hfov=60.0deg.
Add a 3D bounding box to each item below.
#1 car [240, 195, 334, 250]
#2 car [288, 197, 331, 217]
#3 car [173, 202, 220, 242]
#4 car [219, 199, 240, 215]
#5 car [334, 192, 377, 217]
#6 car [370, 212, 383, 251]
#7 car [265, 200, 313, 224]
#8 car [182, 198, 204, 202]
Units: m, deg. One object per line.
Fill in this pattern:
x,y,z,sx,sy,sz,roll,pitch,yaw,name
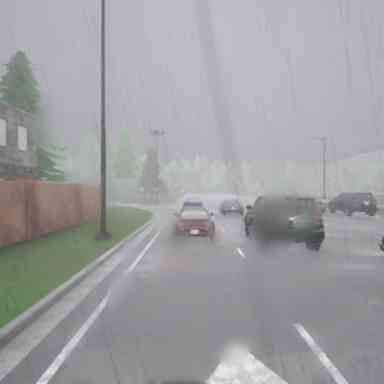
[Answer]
3.606,1.135,13.908,2.150,2.045,5.566,0,0,0,car
10.612,1.302,30.477,2.128,1.511,4.902,0,0,0,car
0.096,1.427,15.751,1.812,1.442,4.674,0,0,0,car
3.611,1.371,30.989,1.994,1.385,4.181,0,0,0,car
14.111,1.037,29.553,2.150,2.045,5.566,0,0,0,car
7.103,1.494,8.532,2.033,1.411,5.357,0,0,0,car
7.109,1.392,24.952,2.033,1.411,5.357,0,0,0,car
0.113,1.278,32.051,1.882,1.535,5.008,0,0,0,car
